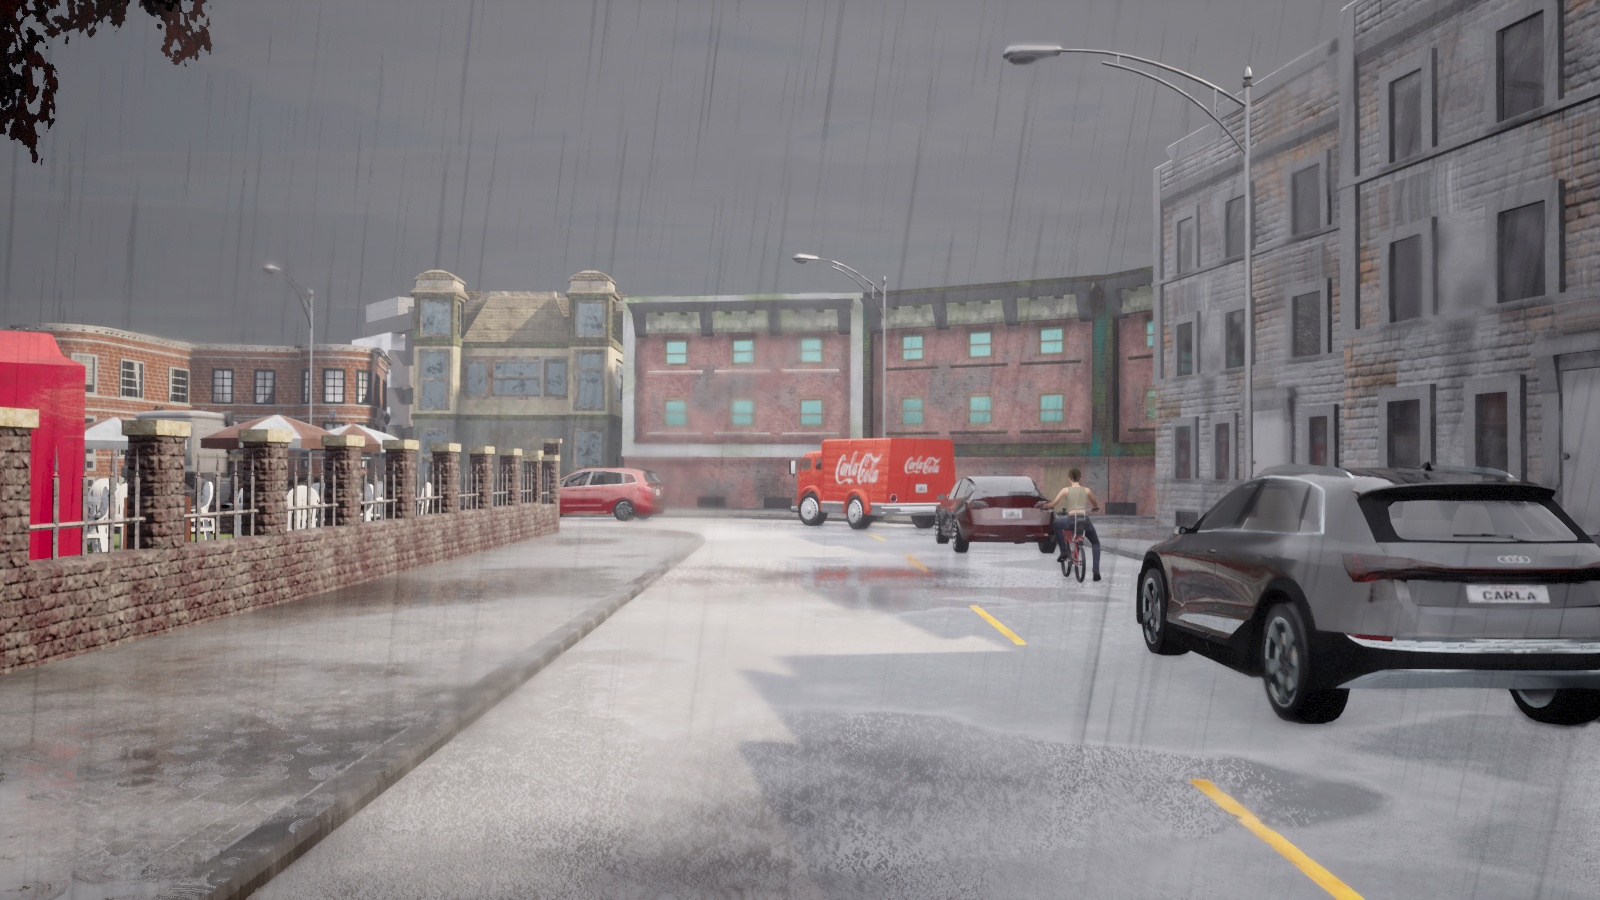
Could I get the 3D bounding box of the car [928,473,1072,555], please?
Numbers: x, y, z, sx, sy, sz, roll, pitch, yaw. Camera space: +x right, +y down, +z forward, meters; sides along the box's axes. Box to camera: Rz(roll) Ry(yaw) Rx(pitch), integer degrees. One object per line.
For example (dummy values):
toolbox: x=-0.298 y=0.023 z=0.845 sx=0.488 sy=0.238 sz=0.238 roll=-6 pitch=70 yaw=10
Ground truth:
car: x=3.943 y=1.228 z=25.626 sx=2.163 sy=1.488 sz=4.792 roll=0 pitch=-1 yaw=0

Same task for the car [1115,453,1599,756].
car: x=3.980 y=0.885 z=9.315 sx=2.033 sy=1.649 sz=4.856 roll=0 pitch=-1 yaw=0

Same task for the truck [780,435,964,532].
truck: x=1.896 y=0.908 z=34.976 sx=2.627 sy=2.467 sz=5.204 roll=0 pitch=-1 yaw=-31

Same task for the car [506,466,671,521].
car: x=-6.564 y=1.345 z=39.326 sx=4.611 sy=1.667 sz=2.242 roll=0 pitch=-1 yaw=9

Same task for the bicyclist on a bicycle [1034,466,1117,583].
bicyclist on a bicycle: x=3.954 y=1.040 z=18.148 sx=0.866 sy=1.612 sz=1.509 roll=0 pitch=-1 yaw=0

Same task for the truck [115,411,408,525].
truck: x=-16.760 y=0.563 z=39.488 sx=7.936 sy=3.462 sz=2.891 roll=0 pitch=-1 yaw=-1
